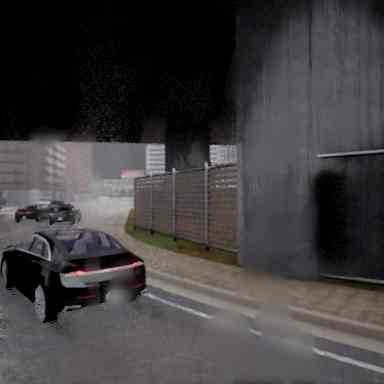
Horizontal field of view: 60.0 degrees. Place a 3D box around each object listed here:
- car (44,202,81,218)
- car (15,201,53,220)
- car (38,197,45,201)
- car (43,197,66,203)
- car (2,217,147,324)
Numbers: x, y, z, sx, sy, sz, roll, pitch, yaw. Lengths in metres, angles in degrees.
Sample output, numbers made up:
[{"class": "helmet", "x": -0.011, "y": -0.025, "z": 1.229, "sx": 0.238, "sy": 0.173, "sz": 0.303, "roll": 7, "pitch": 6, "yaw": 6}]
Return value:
[{"class": "car", "x": -10.140, "y": 1.827, "z": 26.745, "sx": 1.812, "sy": 1.442, "sz": 4.674, "roll": 0, "pitch": -1, "yaw": -10}, {"class": "car", "x": -14.215, "y": 1.863, "z": 29.729, "sx": 1.837, "sy": 1.490, "sz": 4.892, "roll": 0, "pitch": 0, "yaw": -10}, {"class": "car", "x": -21.116, "y": 1.785, "z": 48.166, "sx": 2.150, "sy": 2.045, "sz": 5.566, "roll": 0, "pitch": -1, "yaw": -10}, {"class": "car", "x": -16.116, "y": 1.813, "z": 40.476, "sx": 2.097, "sy": 1.767, "sz": 4.553, "roll": 0, "pitch": -1, "yaw": -10}, {"class": "car", "x": -2.878, "y": 1.576, "z": 7.496, "sx": 2.128, "sy": 1.511, "sz": 4.902, "roll": 0, "pitch": -1, "yaw": -40}]
